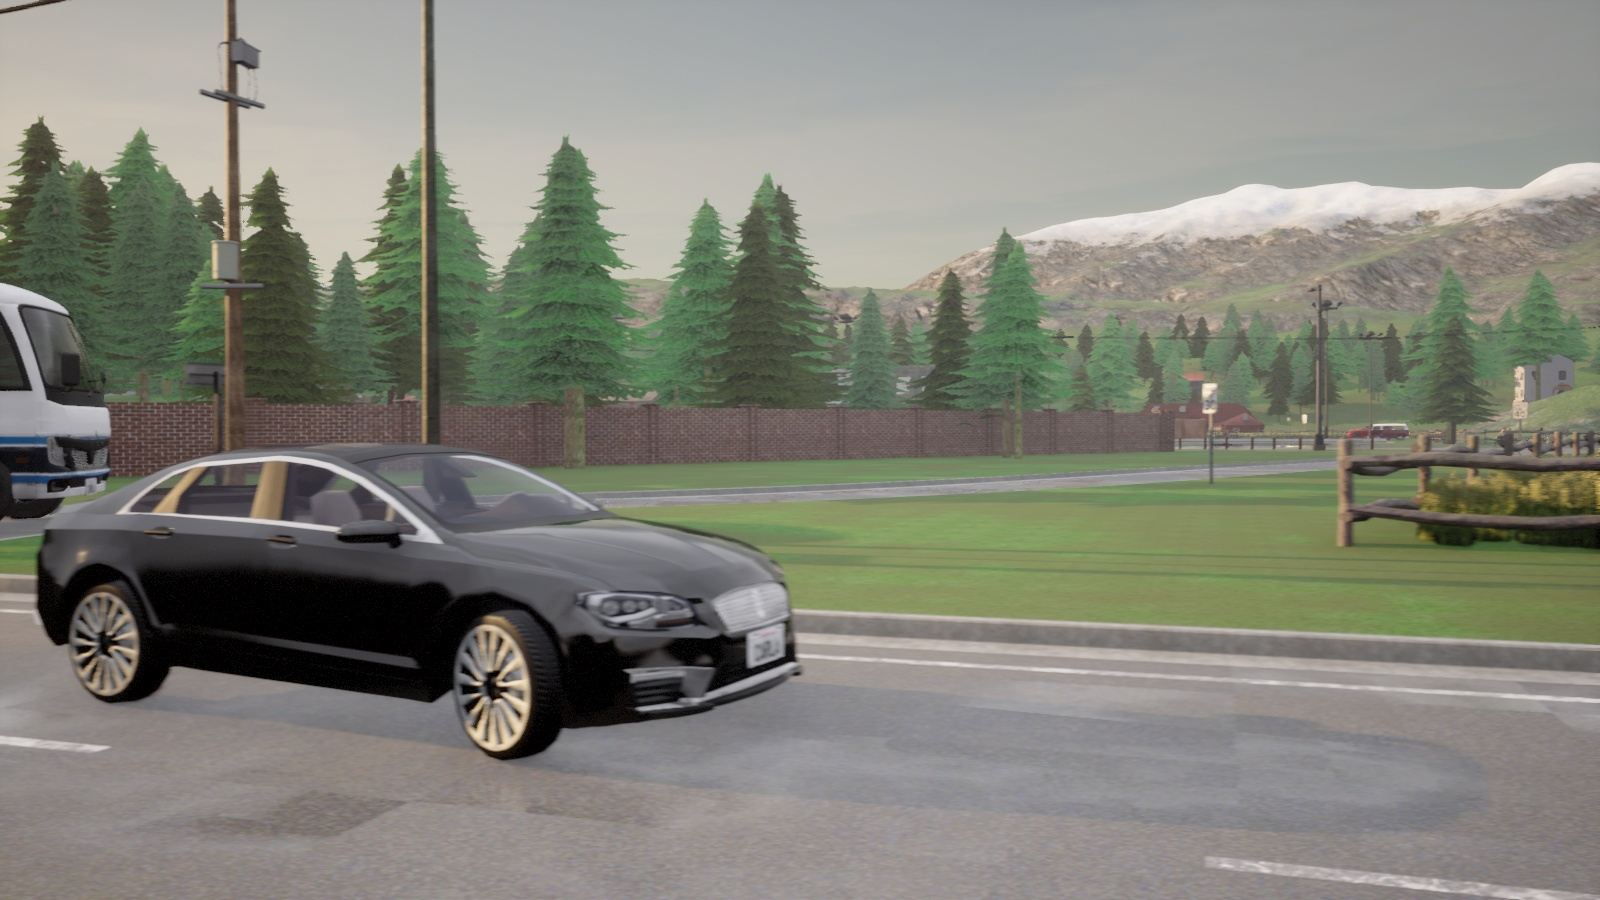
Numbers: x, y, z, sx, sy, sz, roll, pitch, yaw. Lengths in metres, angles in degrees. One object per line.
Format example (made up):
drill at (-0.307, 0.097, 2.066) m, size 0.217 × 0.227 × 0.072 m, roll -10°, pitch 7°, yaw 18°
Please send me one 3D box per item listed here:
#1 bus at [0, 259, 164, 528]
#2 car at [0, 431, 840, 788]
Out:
bus at (-16.655, -0.947, 20.846) m, size 10.273 × 4.253 × 3.944 m, roll 0°, pitch 1°, yaw -14°
car at (-2.440, 0.655, 7.424) m, size 4.902 × 1.511 × 2.128 m, roll 1°, pitch 1°, yaw 27°
